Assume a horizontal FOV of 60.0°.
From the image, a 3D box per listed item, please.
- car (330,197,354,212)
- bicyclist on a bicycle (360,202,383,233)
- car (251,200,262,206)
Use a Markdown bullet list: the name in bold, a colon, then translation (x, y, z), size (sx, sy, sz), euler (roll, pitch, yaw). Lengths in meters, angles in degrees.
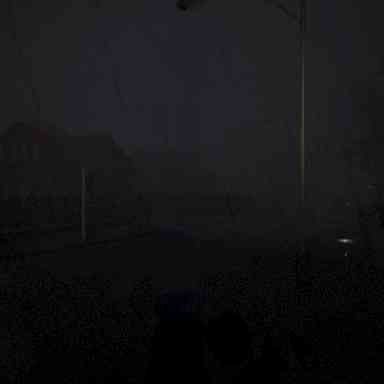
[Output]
- **car**: translation (17.753, 1.347, 39.236), size (2.097, 1.767, 4.553), euler (0, 0, 31)
- **bicyclist on a bicycle**: translation (9.552, 1.346, 17.055), size (1.656, 1.620, 0.582), euler (0, 0, 31)
- **car**: translation (7.065, 1.350, 46.547), size (5.357, 1.415, 2.033), euler (0, 0, 33)
